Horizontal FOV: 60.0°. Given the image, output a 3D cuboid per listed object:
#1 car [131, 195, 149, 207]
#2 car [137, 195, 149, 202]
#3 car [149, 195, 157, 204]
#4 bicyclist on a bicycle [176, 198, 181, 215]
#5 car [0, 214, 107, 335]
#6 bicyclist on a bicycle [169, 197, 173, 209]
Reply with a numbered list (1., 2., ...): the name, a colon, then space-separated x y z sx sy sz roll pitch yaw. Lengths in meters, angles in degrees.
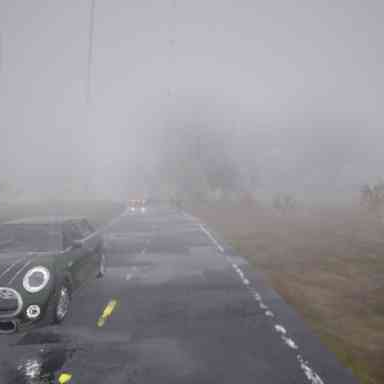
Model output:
1. car: -7.945 1.324 49.381 2.097 1.767 4.553 0 0 -11
2. car: -11.204 1.447 75.623 1.882 1.535 5.008 0 0 -17
3. car: -8.015 1.319 64.062 2.097 1.767 4.553 0 0 -14
4. bicyclist on a bicycle: -1.278 1.425 32.340 0.582 1.620 1.656 0 0 -7
5. car: -3.271 1.350 7.018 2.097 1.767 4.553 0 0 -2
6. bicyclist on a bicycle: -2.559 1.420 41.331 0.582 1.620 1.656 0 0 -9
